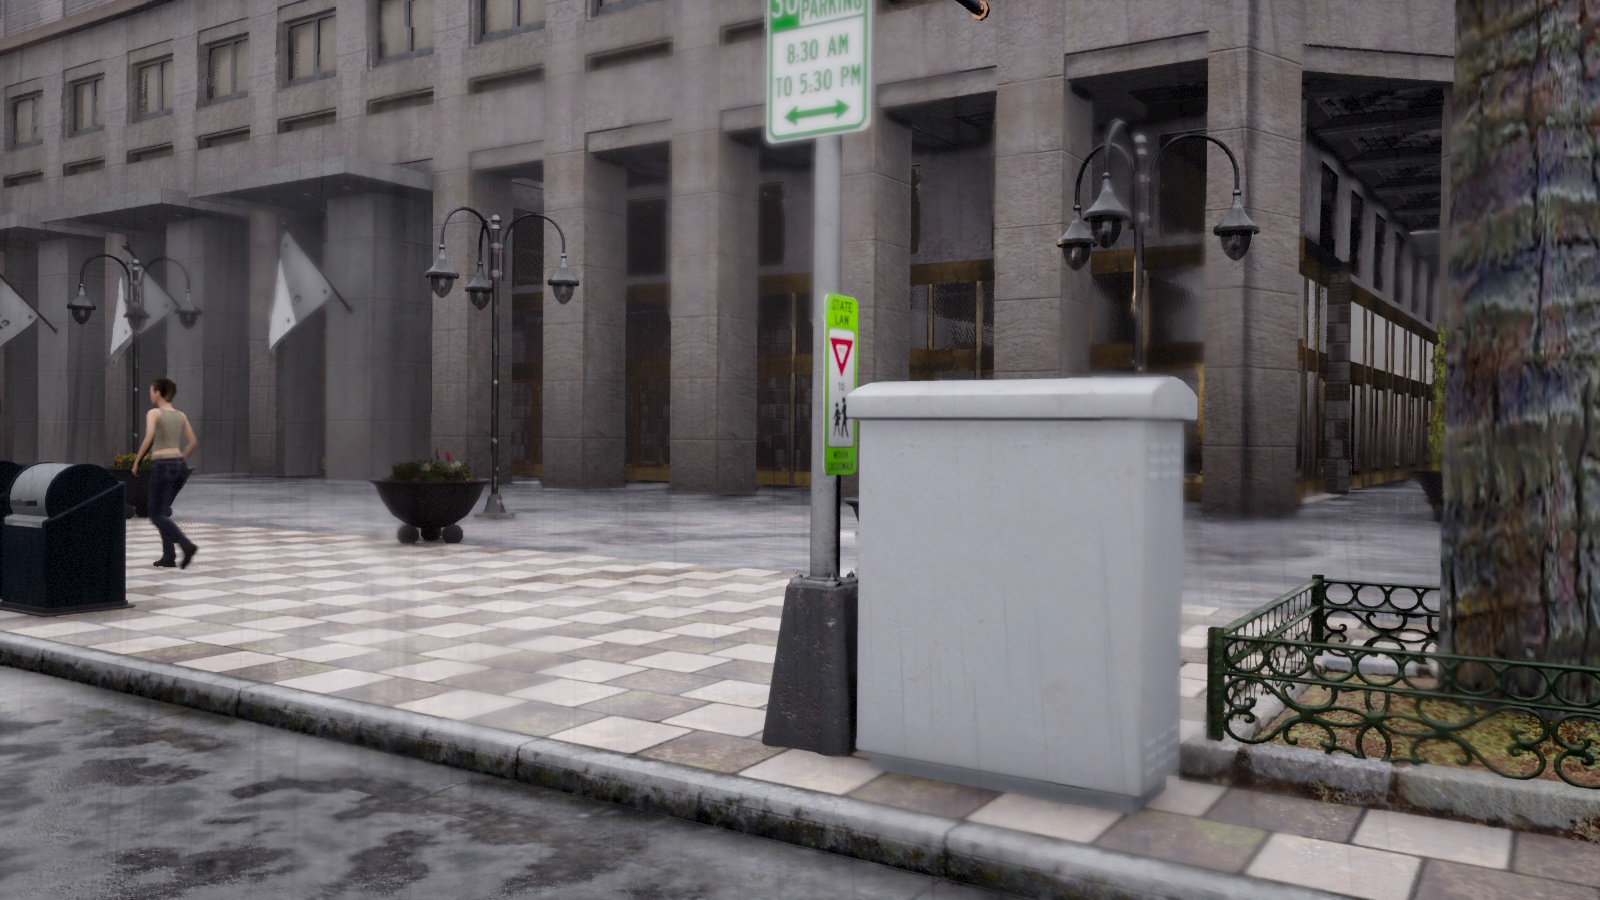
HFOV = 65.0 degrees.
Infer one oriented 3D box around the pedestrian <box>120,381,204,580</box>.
[{"bbox_3d":[-5.991,0.281,11.797,0.594,1.836,0.345,0,1,14],"label":"pedestrian"}]
